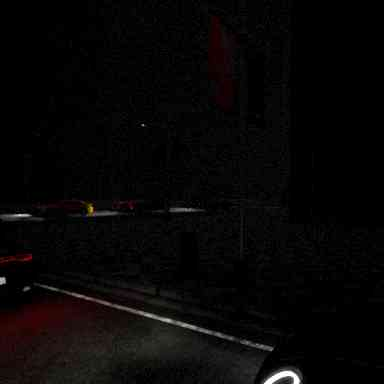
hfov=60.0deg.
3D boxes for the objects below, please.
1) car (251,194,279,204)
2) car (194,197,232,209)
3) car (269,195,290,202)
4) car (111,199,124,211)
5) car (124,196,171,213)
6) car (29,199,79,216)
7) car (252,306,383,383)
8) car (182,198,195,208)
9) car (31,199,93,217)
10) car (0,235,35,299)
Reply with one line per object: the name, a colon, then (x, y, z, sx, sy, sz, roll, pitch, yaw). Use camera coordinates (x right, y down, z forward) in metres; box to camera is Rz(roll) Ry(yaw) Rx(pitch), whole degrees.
car: (12.307, 1.137, 55.803, 4.902, 1.511, 2.128, 0, 0, -42)
car: (3.029, 1.551, 43.376, 4.718, 1.301, 1.895, 0, 0, -41)
car: (14.461, 1.150, 53.369, 4.674, 1.442, 1.812, 0, 0, -42)
car: (-7.107, 1.279, 38.749, 4.553, 1.767, 2.097, 0, 0, -42)
car: (-4.524, 1.433, 36.698, 4.902, 1.511, 2.128, 0, 0, -42)
car: (-13.628, 1.485, 32.984, 4.181, 1.385, 1.994, 0, 0, -42)
car: (2.556, 1.352, 1.827, 4.553, 1.767, 2.097, 0, 0, 35)
car: (0.827, 1.462, 45.764, 4.674, 1.442, 1.812, 0, 0, -42)
car: (-11.639, 1.413, 30.397, 5.008, 1.535, 1.882, 0, 0, -43)
car: (-5.568, 1.475, 7.384, 5.008, 1.535, 1.882, 0, 0, 33)
